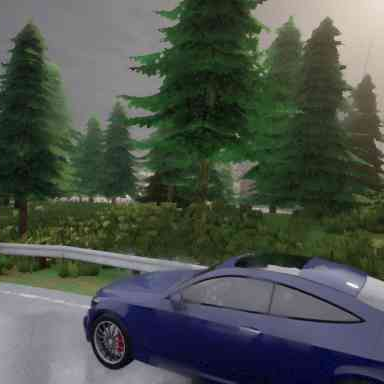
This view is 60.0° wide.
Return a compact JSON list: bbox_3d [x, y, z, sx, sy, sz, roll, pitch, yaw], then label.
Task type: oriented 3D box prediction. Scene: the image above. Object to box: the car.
[{"bbox_3d":[0.761,1.499,4.094,4.674,1.442,1.812,1,1,31],"label":"car"}]
